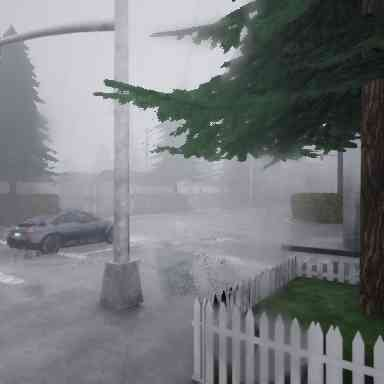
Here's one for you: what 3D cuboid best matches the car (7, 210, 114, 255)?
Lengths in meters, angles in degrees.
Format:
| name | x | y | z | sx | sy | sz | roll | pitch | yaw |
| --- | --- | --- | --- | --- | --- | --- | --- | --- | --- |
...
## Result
| name | x | y | z | sx | sy | sz | roll | pitch | yaw |
| --- | --- | --- | --- | --- | --- | --- | --- | --- | --- |
| car | -4.522 | 1.368 | 12.488 | 1.994 | 1.385 | 4.181 | 0 | 0 | 35 |
